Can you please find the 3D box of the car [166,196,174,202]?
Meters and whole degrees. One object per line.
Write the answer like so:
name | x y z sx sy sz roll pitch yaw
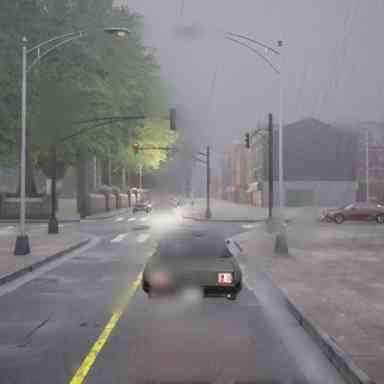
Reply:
car | -5.824 1.733 87.539 1.752 1.417 4.829 1 0 0

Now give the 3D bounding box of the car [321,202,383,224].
car | 11.659 1.470 23.623 4.674 1.442 1.812 -1 -1 1

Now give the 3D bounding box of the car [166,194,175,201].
car | -5.861 1.554 93.160 2.192 1.841 5.009 1 0 0

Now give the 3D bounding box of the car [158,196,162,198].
car | -5.507 1.597 44.108 2.008 1.369 4.403 1 0 0

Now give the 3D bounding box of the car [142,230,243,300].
car | 0.033 1.605 8.341 1.895 1.301 4.718 0 0 1

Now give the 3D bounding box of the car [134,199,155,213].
car | -5.521 1.563 38.946 1.752 1.417 4.829 1 0 0

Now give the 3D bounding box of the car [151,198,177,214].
car | -2.922 1.633 35.718 1.895 1.301 4.718 0 0 0

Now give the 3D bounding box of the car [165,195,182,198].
car | -3.057 1.601 55.883 1.812 1.442 4.674 0 0 0

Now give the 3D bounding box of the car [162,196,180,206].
car | -3.002 1.651 45.974 1.895 1.301 4.718 0 0 0

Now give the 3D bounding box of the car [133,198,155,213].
car | -5.482 1.585 36.972 2.008 1.369 4.403 1 0 0
